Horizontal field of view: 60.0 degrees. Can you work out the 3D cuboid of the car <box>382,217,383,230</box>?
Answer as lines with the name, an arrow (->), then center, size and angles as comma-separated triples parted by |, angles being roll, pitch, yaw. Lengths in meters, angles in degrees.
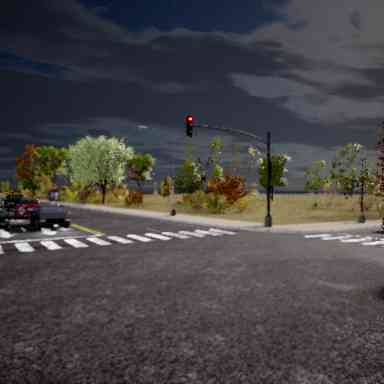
car -> 14.358, 1.777, 21.605 | 5.008, 1.535, 1.882 | 1, -1, -32

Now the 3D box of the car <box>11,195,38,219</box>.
car -> -14.814, 1.419, 30.231 | 2.097, 1.767, 4.553 | 0, 0, -33

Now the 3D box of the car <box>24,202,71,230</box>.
car -> -9.450, 1.597, 21.867 | 2.033, 1.411, 5.357 | 0, 0, -33

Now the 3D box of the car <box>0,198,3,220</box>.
car -> -17.514, 1.416, 28.420 | 2.097, 1.767, 4.553 | 0, 0, -33

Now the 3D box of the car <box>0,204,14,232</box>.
car -> -12.023, 1.647, 19.859 | 1.895, 1.301, 4.718 | 0, 0, -33

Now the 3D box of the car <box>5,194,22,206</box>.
car -> -21.940, 1.311, 41.368 | 2.150, 2.045, 5.566 | 0, 0, -32
